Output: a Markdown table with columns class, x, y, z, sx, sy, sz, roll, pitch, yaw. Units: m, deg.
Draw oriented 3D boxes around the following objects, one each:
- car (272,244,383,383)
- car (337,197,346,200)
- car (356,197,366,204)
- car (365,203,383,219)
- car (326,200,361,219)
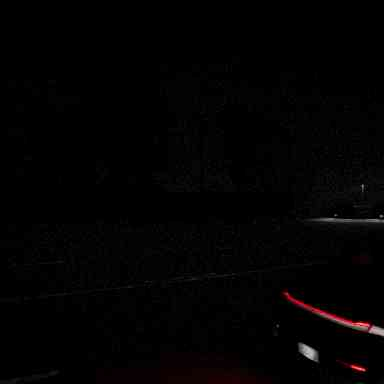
| class | x | y | z | sx | sy | sz | roll | pitch | yaw |
| --- | --- | --- | --- | --- | --- | --- | --- | --- | --- |
| car | 3.412 | 1.497 | 4.631 | 4.902 | 1.511 | 2.128 | 0 | 0 | -26 |
| car | 31.387 | 1.811 | 69.751 | 1.882 | 1.535 | 5.008 | -1 | -1 | 22 |
| car | 34.625 | 1.826 | 68.422 | 2.033 | 1.411 | 5.357 | -1 | -1 | 22 |
| car | 17.750 | 1.723 | 30.749 | 2.033 | 1.411 | 5.357 | -1 | -1 | 34 |
| car | 14.463 | 1.751 | 32.112 | 2.033 | 1.411 | 5.357 | -1 | -1 | 35 |
